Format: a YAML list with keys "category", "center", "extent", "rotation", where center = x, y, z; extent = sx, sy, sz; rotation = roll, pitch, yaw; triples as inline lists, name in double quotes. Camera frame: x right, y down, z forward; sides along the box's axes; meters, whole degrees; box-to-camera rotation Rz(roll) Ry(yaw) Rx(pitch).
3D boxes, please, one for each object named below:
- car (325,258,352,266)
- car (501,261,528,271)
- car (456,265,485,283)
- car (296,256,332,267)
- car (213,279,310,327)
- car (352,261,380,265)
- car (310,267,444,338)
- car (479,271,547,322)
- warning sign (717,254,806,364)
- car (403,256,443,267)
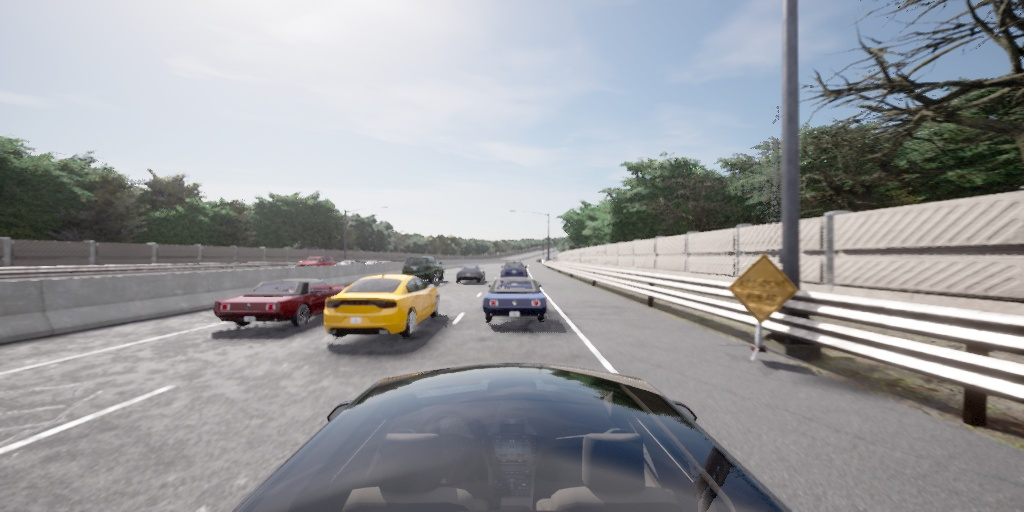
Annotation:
- category: "car"
  center: [-20.687, 1.342, 44.836]
  extent: [2.128, 1.511, 4.902]
  rotation: [0, 0, 2]
- category: "car"
  center: [0.190, 1.176, 28.631]
  extent: [2.097, 1.767, 4.553]
  rotation: [0, 0, 1]
- category: "car"
  center: [-3.301, 1.388, 29.367]
  extent: [1.994, 1.385, 4.181]
  rotation: [0, 0, 1]
- category: "car"
  center: [-24.203, 1.065, 44.368]
  extent: [2.150, 2.045, 5.566]
  rotation: [0, 0, 2]
- category: "car"
  center: [-6.909, 1.384, 11.695]
  extent: [1.895, 1.301, 4.718]
  rotation: [0, 0, 0]
- category: "car"
  center: [-17.214, 1.398, 44.185]
  extent: [2.033, 1.411, 5.357]
  rotation: [0, 0, 2]
- category: "car"
  center: [-3.420, 1.257, 10.373]
  extent: [1.882, 1.535, 5.008]
  rotation: [0, 0, 0]
- category: "car"
  center: [0.095, 1.386, 12.493]
  extent: [1.895, 1.301, 4.718]
  rotation: [0, 0, 0]
- category: "warning sign"
  center: [4.556, 0.884, 6.642]
  extent: [1.300, 1.860, 1.060]
  rotation: [0, 0, 0]
- category: "car"
  center: [-6.819, 1.041, 27.980]
  extent: [2.150, 2.045, 5.566]
  rotation: [0, 0, 1]
